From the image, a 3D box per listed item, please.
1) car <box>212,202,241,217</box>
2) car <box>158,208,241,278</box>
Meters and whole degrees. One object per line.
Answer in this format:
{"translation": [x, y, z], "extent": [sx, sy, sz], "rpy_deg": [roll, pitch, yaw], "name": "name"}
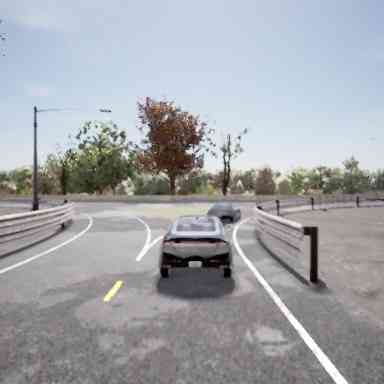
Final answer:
{"translation": [2.567, 1.433, 25.520], "extent": [1.994, 1.385, 4.181], "rpy_deg": [0, 0, 17], "name": "car"}
{"translation": [0.149, 1.436, 9.988], "extent": [2.128, 1.511, 4.902], "rpy_deg": [0, 0, 2], "name": "car"}
